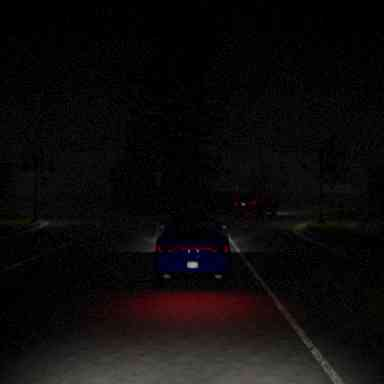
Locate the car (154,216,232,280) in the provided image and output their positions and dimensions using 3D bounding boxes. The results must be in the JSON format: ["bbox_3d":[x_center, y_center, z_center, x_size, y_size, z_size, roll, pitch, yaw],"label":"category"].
[{"bbox_3d":[0.037,1.431,9.802,1.882,1.535,5.008,0,1,1],"label":"car"}]

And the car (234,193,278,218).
[{"bbox_3d":[5.711,1.082,29.292,2.150,2.045,5.566,0,0,35],"label":"car"}]
